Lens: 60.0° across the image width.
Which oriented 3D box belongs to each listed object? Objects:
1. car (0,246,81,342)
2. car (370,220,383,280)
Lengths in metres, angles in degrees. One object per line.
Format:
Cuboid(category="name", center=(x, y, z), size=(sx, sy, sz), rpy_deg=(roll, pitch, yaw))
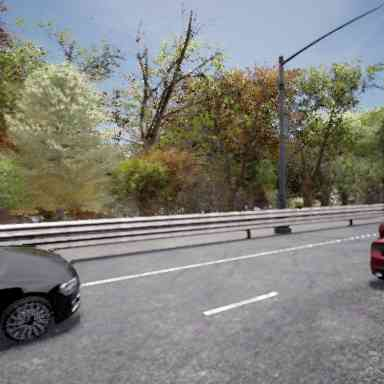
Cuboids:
Cuboid(category="car", center=(-4.165, 1.425, 4.874), size=(4.902, 1.511, 2.128), rpy_deg=(0, 11, -37))
Cuboid(category="car", center=(6.621, 1.489, 8.790), size=(5.008, 1.535, 1.882), rpy_deg=(0, -1, -37))
